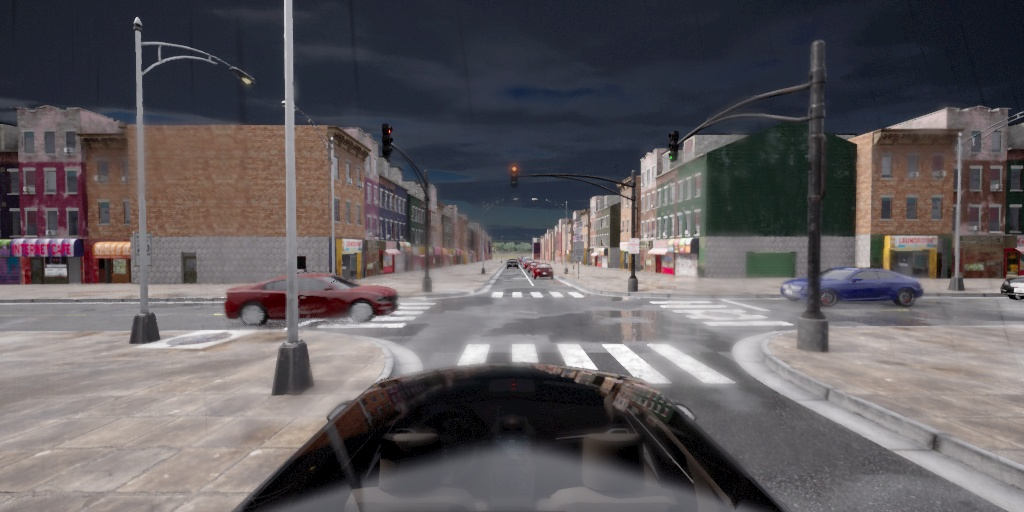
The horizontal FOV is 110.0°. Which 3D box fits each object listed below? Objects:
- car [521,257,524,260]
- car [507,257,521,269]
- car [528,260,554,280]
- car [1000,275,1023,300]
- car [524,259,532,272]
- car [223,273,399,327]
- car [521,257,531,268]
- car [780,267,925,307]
[{"bbox_3d":[2.748,1.187,59.343,1.967,1.591,4.097,0,0,0],"label":"car"},{"bbox_3d":[0.106,1.252,56.428,1.837,1.490,4.892,0,0,0],"label":"car"},{"bbox_3d":[2.695,1.292,31.681,1.888,1.381,4.507,0,0,0],"label":"car"},{"bbox_3d":[22.459,1.087,14.088,4.902,1.511,2.128,0,1,0],"label":"car"},{"bbox_3d":[2.716,1.329,42.746,1.802,1.307,4.207,0,0,0],"label":"car"},{"bbox_3d":[-6.255,1.290,11.542,5.008,1.535,1.882,-1,1,-6],"label":"car"},{"bbox_3d":[2.737,1.292,53.811,1.888,1.381,4.507,0,0,0],"label":"car"},{"bbox_3d":[13.298,1.160,14.130,4.674,1.442,1.812,0,1,1],"label":"car"}]
